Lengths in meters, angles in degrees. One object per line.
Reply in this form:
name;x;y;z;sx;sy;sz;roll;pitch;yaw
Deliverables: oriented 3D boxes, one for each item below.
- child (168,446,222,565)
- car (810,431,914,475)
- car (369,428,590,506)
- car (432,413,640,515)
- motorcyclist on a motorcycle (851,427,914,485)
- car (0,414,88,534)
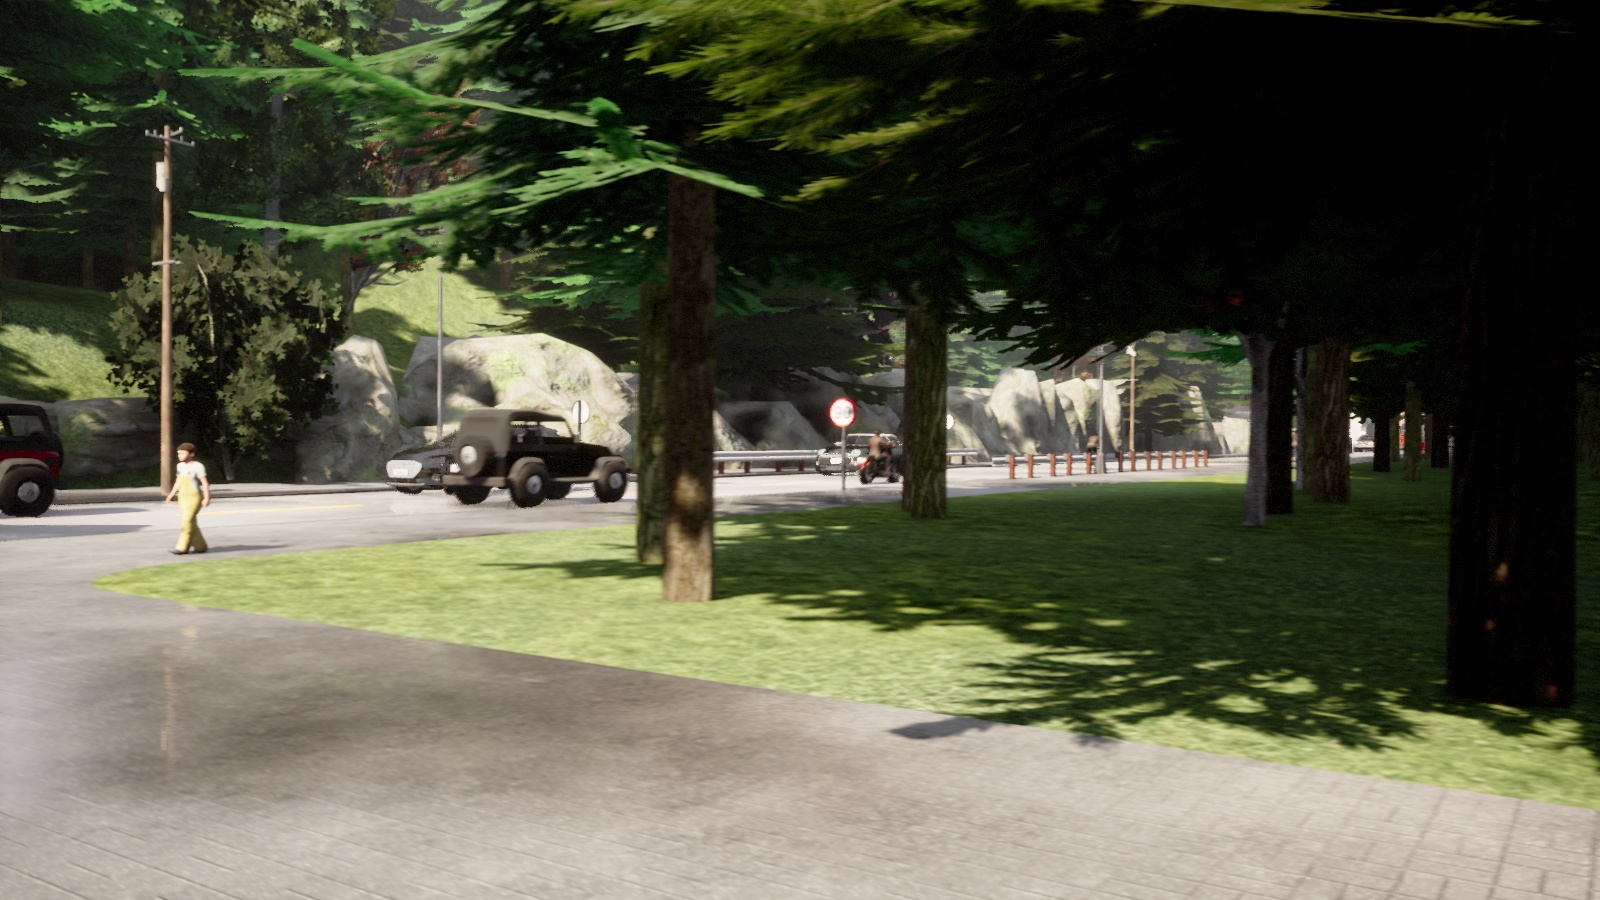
child;-6.564;0.595;13.625;0.270;1.263;0.437;0;1;29
car;2.212;0.078;43.872;1.970;1.475;3.806;0;1;33
car;-7.348;0.328;29.300;2.033;1.649;4.856;0;1;33
car;-5.217;0.230;25.259;1.905;1.878;3.866;0;1;33
motorcyclist on a motorcycle;2.444;0.156;36.933;0.766;1.649;2.350;0;1;33
car;-13.639;0.384;19.658;1.905;1.878;3.866;0;1;33
